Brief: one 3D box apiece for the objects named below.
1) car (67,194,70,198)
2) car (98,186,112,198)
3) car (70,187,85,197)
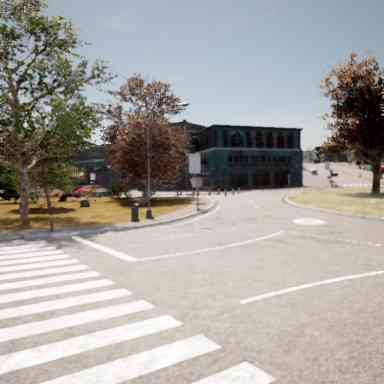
[{"bbox_3d":[-18.333,0.035,53.854,2.435,2.045,5.566,-2,1,16],"label":"car"},{"bbox_3d":[-13.527,0.211,50.321,2.231,1.521,4.892,-1,2,16],"label":"car"},{"bbox_3d":[-15.945,-0.002,52.035,2.435,2.045,5.566,-1,2,16],"label":"car"}]
